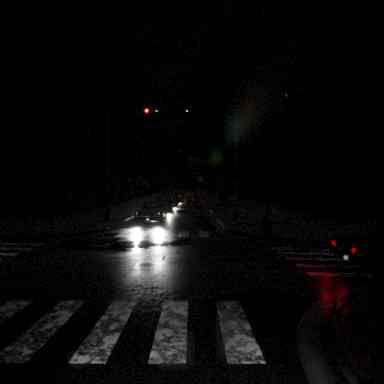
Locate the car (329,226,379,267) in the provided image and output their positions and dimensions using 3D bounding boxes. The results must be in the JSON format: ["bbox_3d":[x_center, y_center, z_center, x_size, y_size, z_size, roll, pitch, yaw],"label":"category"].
[{"bbox_3d":[6.785,1.688,9.896,4.718,1.301,1.895,1,0,0],"label":"car"}]

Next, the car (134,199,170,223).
[{"bbox_3d":[-2.863,1.425,23.674,1.895,1.301,4.718,0,1,0],"label":"car"}]

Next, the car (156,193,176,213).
[{"bbox_3d":[-2.867,1.182,33.044,1.837,1.490,4.892,0,1,0],"label":"car"}]

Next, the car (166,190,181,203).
[{"bbox_3d":[-2.831,0.665,52.751,2.097,1.767,4.553,0,1,0],"label":"car"}]

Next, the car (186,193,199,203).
[{"bbox_3d":[0.076,0.849,49.870,1.882,1.535,5.008,0,1,0],"label":"car"}]

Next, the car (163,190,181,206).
[{"bbox_3d":[-2.864,0.730,42.898,2.150,2.045,5.566,0,1,0],"label":"car"}]
